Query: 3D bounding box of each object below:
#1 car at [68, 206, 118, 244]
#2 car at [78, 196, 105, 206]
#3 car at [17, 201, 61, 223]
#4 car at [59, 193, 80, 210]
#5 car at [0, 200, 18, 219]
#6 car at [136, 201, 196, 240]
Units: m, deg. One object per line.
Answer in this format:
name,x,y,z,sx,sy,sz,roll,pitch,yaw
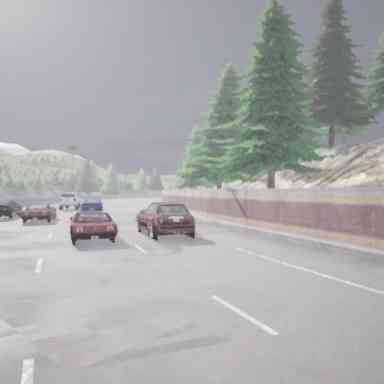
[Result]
car,-4.747,1.556,15.704,1.895,1.301,4.718,0,0,-20
car,-9.619,1.385,32.477,1.882,1.535,5.008,0,0,-13
car,-11.356,1.533,24.967,1.895,1.301,4.718,0,0,-16
car,-14.731,1.102,40.844,2.150,2.045,5.566,0,-1,-9
car,-15.812,1.403,28.218,1.882,1.535,5.008,0,0,-14
car,-1.465,1.301,17.013,2.097,1.767,4.553,0,0,-20
